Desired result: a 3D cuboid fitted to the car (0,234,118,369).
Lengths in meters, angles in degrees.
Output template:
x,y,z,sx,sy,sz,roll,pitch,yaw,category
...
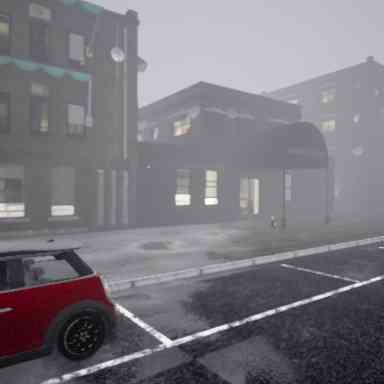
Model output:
x,y,z,sx,sy,sz,roll,pitch,yaw,category
-3.167,1.441,4.289,4.097,1.590,1.967,0,1,-35,car
